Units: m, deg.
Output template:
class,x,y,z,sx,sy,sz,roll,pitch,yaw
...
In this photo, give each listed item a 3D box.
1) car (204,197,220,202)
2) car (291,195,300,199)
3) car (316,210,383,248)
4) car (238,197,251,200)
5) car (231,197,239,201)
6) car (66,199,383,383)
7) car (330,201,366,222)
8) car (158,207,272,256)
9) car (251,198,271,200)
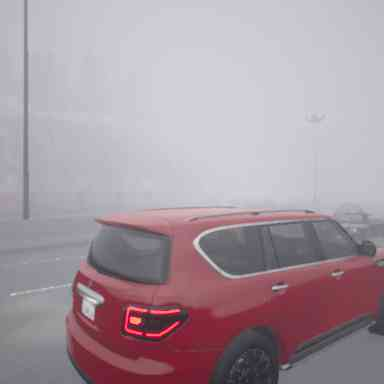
class,x,y,z,sx,sy,sz,roll,pitch,yaw
car,3.281,1.660,54.976,1.837,1.490,4.892,0,0,23
car,25.110,1.569,80.580,1.837,1.490,4.892,0,0,22
car,7.798,1.619,15.780,1.895,1.301,4.718,0,0,44
car,8.886,1.682,50.213,1.994,1.385,4.181,0,0,23
car,7.872,1.647,56.929,1.837,1.490,4.892,0,0,23
car,1.094,1.234,4.905,5.566,2.045,2.150,0,0,-38
car,13.471,1.581,28.476,2.033,1.411,5.357,0,0,33
car,1.157,1.518,14.174,5.008,1.535,1.882,0,0,-42
car,9.800,1.586,43.719,2.128,1.511,4.902,0,0,25
